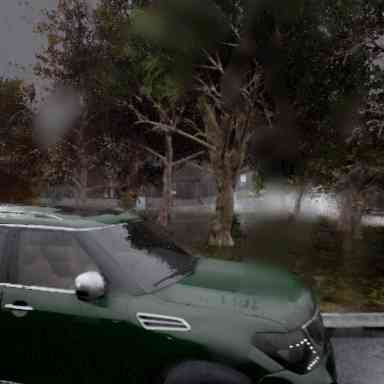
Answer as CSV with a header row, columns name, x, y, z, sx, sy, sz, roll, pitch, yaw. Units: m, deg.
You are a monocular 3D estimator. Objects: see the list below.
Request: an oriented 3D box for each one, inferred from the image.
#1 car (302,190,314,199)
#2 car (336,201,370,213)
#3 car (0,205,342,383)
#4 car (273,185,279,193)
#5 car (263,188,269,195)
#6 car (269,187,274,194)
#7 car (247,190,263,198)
name,x,y,z,sx,sy,sz,roll,pitch,yaw
car,24.597,0.249,70.586,2.150,2.045,5.566,0,3,26
car,19.486,1.787,40.513,1.994,1.385,4.181,0,0,-11
car,-1.341,1.203,3.893,5.566,2.045,2.150,0,0,13
car,21.235,-0.740,90.482,2.435,2.045,5.566,0,3,26
car,16.341,0.122,80.293,1.946,1.575,5.366,0,3,26
car,18.728,-0.177,85.266,1.946,1.575,5.366,0,3,26
car,13.946,0.424,75.325,1.946,1.575,5.366,0,3,26
